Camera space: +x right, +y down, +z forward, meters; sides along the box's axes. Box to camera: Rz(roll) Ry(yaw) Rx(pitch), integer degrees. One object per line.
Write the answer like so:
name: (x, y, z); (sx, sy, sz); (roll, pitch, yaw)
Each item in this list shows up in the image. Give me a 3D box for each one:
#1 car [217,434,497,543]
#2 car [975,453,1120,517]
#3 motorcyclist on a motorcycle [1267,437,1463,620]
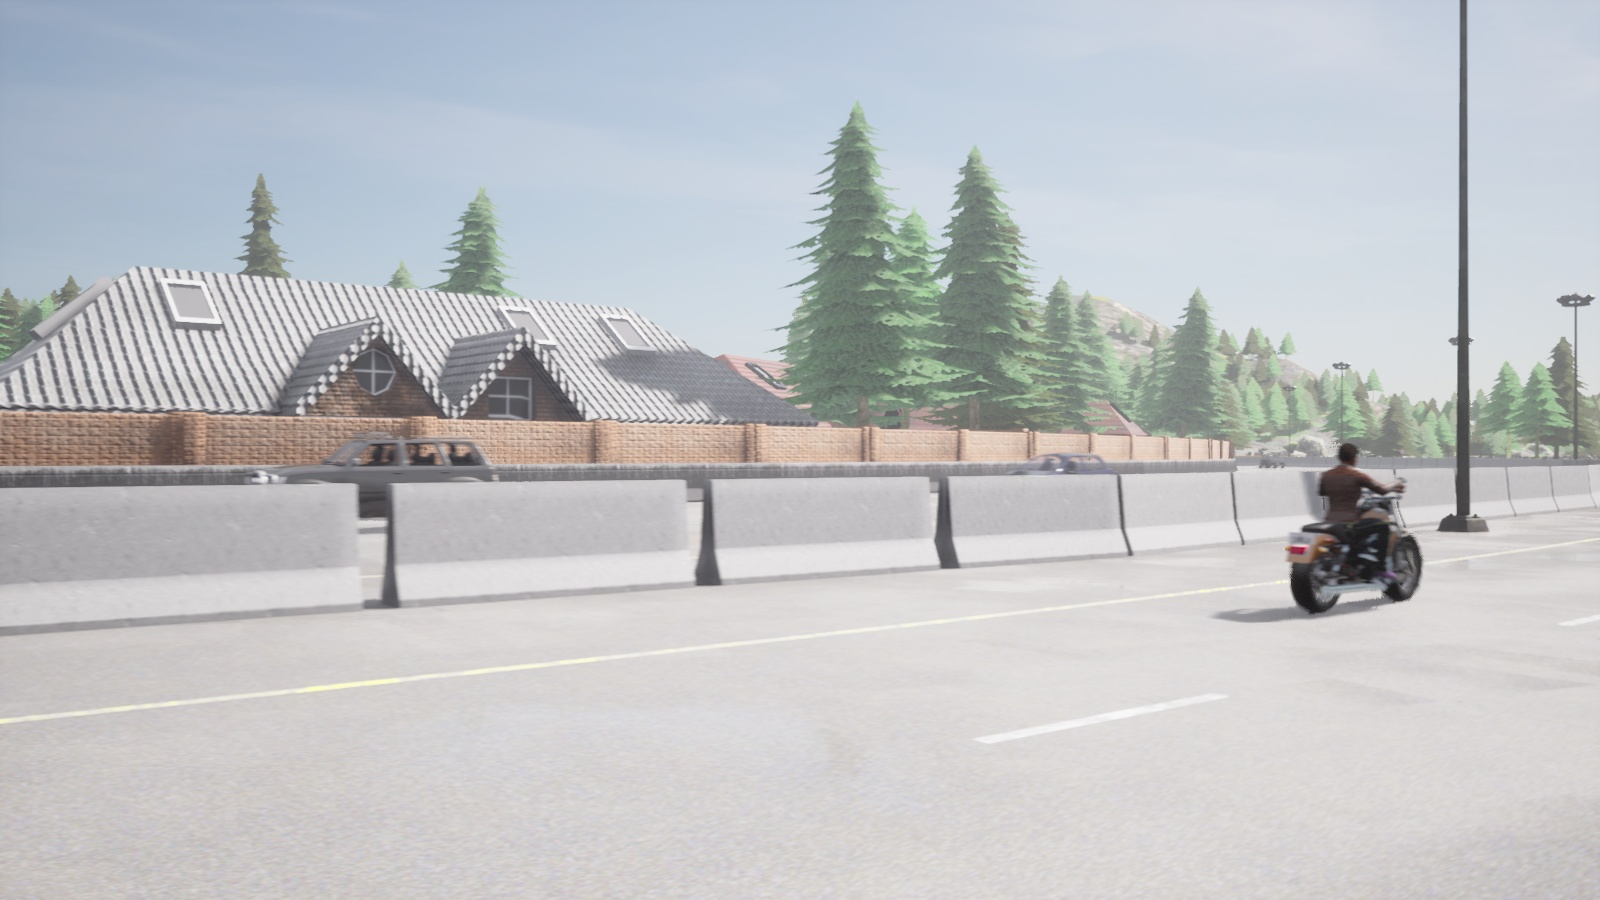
car: (-8.280, 0.641, 23.673); (4.605, 1.855, 1.932); (-1, 1, -38)
car: (6.272, 0.829, 31.673); (3.633, 1.501, 1.845); (0, 0, -44)
motorcyclist on a motorcycle: (5.585, 0.715, 12.337); (2.350, 1.649, 0.766); (0, -1, -39)
